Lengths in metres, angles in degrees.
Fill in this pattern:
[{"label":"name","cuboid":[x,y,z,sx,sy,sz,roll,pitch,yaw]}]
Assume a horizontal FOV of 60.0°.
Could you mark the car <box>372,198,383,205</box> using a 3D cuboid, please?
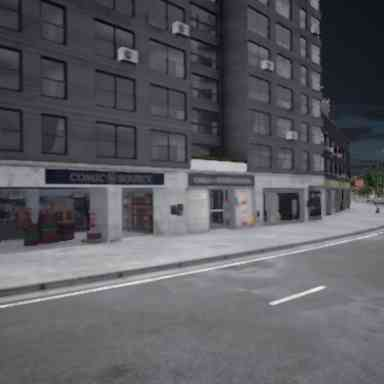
[{"label":"car","cuboid":[41.560,2.159,73.003,1.994,1.385,4.181,-1,-1,22]}]
